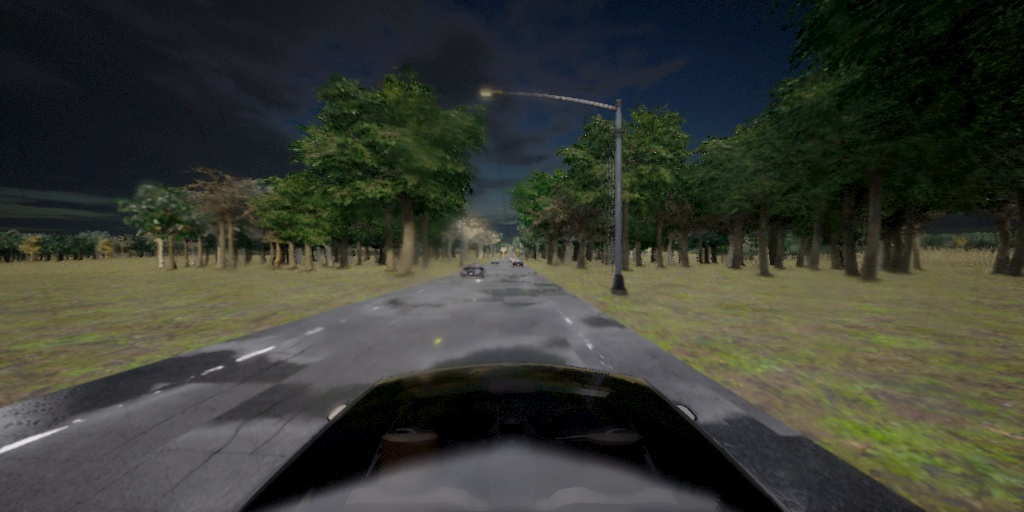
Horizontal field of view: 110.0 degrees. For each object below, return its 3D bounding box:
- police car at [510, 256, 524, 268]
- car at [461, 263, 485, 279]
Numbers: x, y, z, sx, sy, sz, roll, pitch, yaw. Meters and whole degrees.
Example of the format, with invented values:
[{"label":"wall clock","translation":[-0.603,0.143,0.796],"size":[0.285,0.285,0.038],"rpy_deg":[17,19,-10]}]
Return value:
[{"label":"police car","translation":[1.049,1.226,63.346],"size":[1.930,1.638,5.238],"rpy_deg":[0,0,0]},{"label":"car","translation":[-3.564,1.363,33.434],"size":[1.994,1.385,4.181],"rpy_deg":[0,0,0]}]
